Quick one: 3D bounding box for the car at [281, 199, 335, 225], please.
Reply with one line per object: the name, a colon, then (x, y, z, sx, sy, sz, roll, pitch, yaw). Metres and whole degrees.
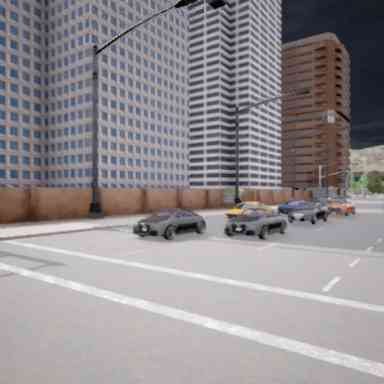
car: (8.543, 1.487, 24.352, 2.128, 1.511, 4.902, 0, 0, 36)

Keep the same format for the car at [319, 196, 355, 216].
car: (14.319, 1.348, 32.270, 2.097, 1.767, 4.553, 0, 0, 36)

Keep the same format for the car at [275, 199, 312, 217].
car: (9.829, 1.471, 32.059, 1.882, 1.535, 5.008, 0, 0, 36)

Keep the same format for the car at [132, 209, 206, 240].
car: (-1.064, 1.556, 17.070, 1.994, 1.385, 4.181, 0, 0, 36)

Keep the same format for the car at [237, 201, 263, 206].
car: (4.211, 1.470, 24.349, 1.882, 1.535, 5.008, 0, 0, 36)

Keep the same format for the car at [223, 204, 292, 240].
car: (3.340, 1.559, 17.195, 1.994, 1.385, 4.181, 0, 0, 36)

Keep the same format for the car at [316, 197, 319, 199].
car: (15.726, 1.345, 40.113, 2.097, 1.767, 4.553, 0, 0, 36)
